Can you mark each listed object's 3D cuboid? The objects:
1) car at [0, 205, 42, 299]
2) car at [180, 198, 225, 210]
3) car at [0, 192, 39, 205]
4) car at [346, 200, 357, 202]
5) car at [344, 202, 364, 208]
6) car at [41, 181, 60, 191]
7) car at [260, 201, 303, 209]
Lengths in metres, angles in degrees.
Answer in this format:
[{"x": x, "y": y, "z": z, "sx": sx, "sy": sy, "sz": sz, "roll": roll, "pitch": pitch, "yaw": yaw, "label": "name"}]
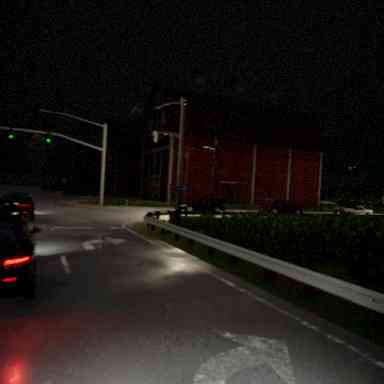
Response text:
[{"x": -4.315, "y": 1.205, "z": 7.098, "sx": 1.812, "sy": 1.442, "sz": 4.674, "roll": 3, "pitch": 0, "yaw": -25, "label": "car"}, {"x": 0.869, "y": 1.251, "z": 30.966, "sx": 4.674, "sy": 1.442, "sz": 1.812, "roll": 3, "pitch": 1, "yaw": -25, "label": "car"}, {"x": -10.031, "y": 0.745, "z": 19.131, "sx": 1.837, "sy": 1.490, "sz": 4.892, "roll": 3, "pitch": 1, "yaw": -25, "label": "car"}, {"x": 36.821, "y": 2.706, "z": 77.371, "sx": 4.193, "sy": 1.474, "sz": 1.816, "roll": 3, "pitch": 1, "yaw": -25, "label": "car"}, {"x": 18.859, "y": 2.233, "z": 39.168, "sx": 4.718, "sy": 1.301, "sz": 1.895, "roll": 3, "pitch": 1, "yaw": -24, "label": "car"}, {"x": -28.724, "y": -1.214, "z": 68.005, "sx": 3.866, "sy": 1.878, "sz": 1.905, "roll": 1, "pitch": 6, "yaw": 22, "label": "car"}, {"x": 9.361, "y": 1.631, "z": 34.849, "sx": 5.008, "sy": 1.535, "sz": 1.882, "roll": 3, "pitch": 1, "yaw": -24, "label": "car"}]
